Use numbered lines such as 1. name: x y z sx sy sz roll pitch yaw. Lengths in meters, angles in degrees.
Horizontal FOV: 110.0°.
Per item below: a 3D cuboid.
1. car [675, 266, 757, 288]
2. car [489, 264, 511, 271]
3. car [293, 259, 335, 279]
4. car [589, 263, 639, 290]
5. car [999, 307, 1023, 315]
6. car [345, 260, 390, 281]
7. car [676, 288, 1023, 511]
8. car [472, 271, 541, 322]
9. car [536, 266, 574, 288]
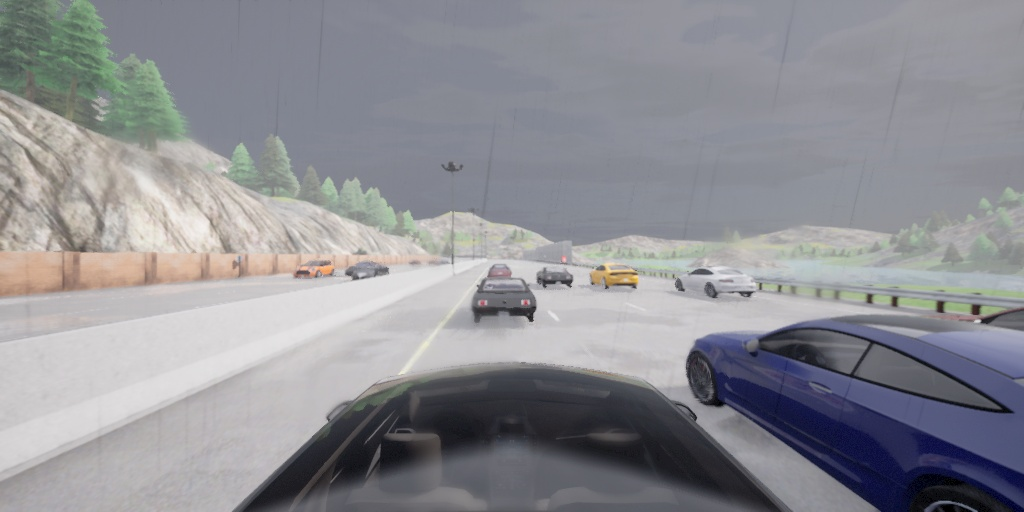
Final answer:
1. car: 9.993 1.235 17.896 1.812 1.442 4.674 0 0 -2
2. car: -1.020 1.341 30.352 1.994 1.385 4.181 0 0 -2
3. car: -18.897 1.227 34.433 2.097 1.767 4.553 0 0 -2
4. car: 6.300 1.210 22.675 1.882 1.535 5.008 0 0 -2
5. car: 6.896 1.192 3.952 1.882 1.535 5.008 0 0 0
6. car: -11.712 1.327 30.098 2.128 1.511 4.902 0 0 -2
7. car: 3.410 1.259 3.234 1.812 1.442 4.674 0 0 0
8. car: -0.294 1.361 12.390 1.895 1.301 4.718 0 0 -2
9. car: 2.745 1.353 24.052 1.895 1.301 4.718 0 0 -2
